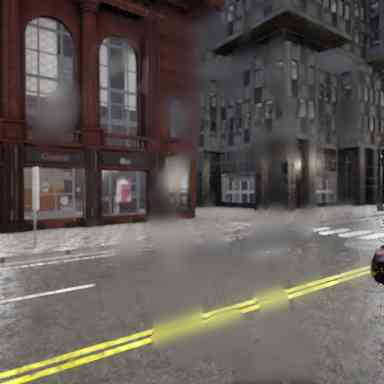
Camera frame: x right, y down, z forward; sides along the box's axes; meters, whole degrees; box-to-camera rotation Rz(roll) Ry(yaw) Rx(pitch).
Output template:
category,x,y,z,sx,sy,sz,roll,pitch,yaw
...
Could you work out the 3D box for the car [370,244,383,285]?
category,x,y,z,sx,sy,sz,roll,pitch,yaw
car,6.042,1.423,7.813,4.181,1.385,1.994,-1,1,-36
